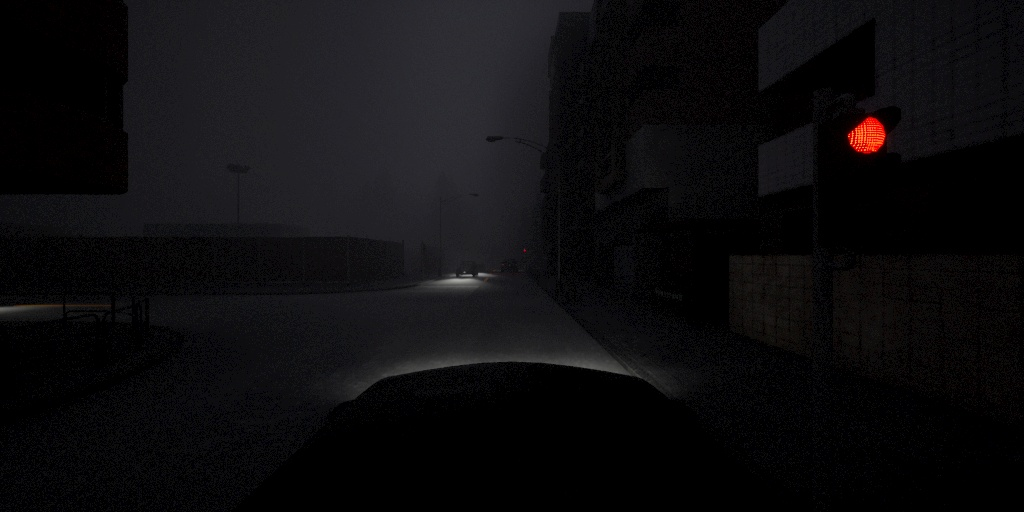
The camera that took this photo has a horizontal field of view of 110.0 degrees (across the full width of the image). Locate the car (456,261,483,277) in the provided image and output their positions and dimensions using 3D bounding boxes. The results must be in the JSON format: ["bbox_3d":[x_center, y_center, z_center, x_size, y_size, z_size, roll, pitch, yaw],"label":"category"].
[{"bbox_3d":[-4.409,1.241,35.652,2.128,1.511,4.902,0,0,0],"label":"car"}]

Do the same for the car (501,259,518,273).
[{"bbox_3d":[-0.294,1.102,44.494,2.097,1.767,4.553,0,0,-1],"label":"car"}]

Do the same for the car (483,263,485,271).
[{"bbox_3d":[-4.476,1.351,45.766,1.895,1.301,4.718,0,0,0],"label":"car"}]
